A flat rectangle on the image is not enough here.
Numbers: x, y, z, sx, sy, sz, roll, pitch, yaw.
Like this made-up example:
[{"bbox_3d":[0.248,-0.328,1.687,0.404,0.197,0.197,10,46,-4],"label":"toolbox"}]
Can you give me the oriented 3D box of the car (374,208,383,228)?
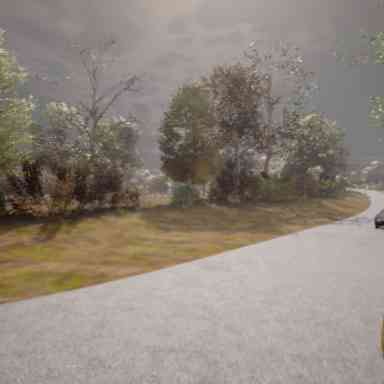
[{"bbox_3d":[14.153,1.781,23.421,1.994,1.385,4.181,0,-1,35],"label":"car"}]
